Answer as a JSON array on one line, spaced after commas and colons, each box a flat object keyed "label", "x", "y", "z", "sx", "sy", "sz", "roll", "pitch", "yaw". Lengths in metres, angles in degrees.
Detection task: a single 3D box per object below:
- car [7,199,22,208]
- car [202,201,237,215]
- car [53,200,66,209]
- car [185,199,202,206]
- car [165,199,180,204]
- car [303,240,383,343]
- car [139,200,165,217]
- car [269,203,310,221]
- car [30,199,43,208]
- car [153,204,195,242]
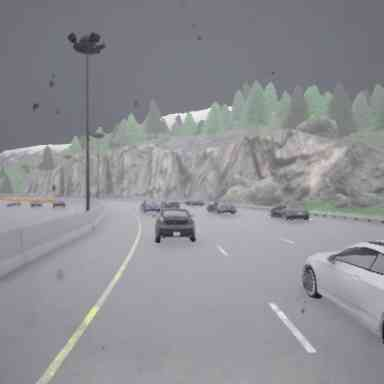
[{"label": "car", "x": -30.702, "y": 1.937, "z": 57.653, "sx": 1.994, "sy": 1.385, "sz": 4.181, "roll": 0, "pitch": 0, "yaw": -24}, {"label": "car", "x": 3.062, "y": 1.652, "z": 35.360, "sx": 2.033, "sy": 1.411, "sz": 5.357, "roll": 0, "pitch": 0, "yaw": -14}, {"label": "car", "x": -20.782, "y": 1.906, "z": 52.293, "sx": 1.895, "sy": 1.301, "sz": 4.718, "roll": 0, "pitch": 0, "yaw": -21}, {"label": "car", "x": 0.262, "y": 1.795, "z": 56.532, "sx": 1.895, "sy": 1.301, "sz": 4.718, "roll": 0, "pitch": 0, "yaw": -21}, {"label": "car", "x": -2.868, "y": 1.675, "z": 43.659, "sx": 1.837, "sy": 1.490, "sz": 4.892, "roll": 0, "pitch": 0, "yaw": -16}, {"label": "car", "x": 3.461, "y": 1.525, "z": 5.562, "sx": 1.812, "sy": 1.442, "sz": 4.674, "roll": 0, "pitch": 0, "yaw": -2}, {"label": "car", "x": -4.992, "y": 1.712, "z": 38.792, "sx": 2.033, "sy": 1.411, "sz": 5.357, "roll": 0, "pitch": 0, "yaw": -16}, {"label": "car", "x": 8.043, "y": 1.612, "z": 27.839, "sx": 1.994, "sy": 1.385, "sz": 4.181, "roll": 0, "pitch": 0, "yaw": -10}, {"label": "car", "x": -25.549, "y": 1.890, "z": 54.815, "sx": 2.033, "sy": 1.411, "sz": 5.357, "roll": 0, "pitch": 0, "yaw": -23}, {"label": "car", "x": -0.945, "y": 1.570, "z": 16.903, "sx": 1.837, "sy": 1.490, "sz": 4.892, "roll": 0, "pitch": 0, "yaw": -7}]
